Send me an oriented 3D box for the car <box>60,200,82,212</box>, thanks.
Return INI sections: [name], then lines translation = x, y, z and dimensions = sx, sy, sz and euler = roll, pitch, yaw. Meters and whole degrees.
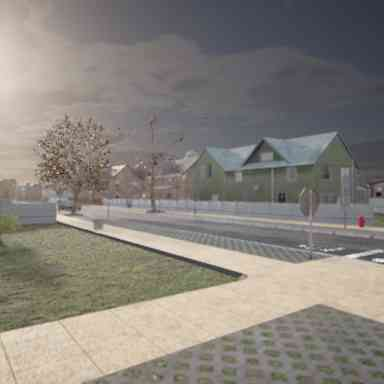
[car]
translation = -16.218, 1.806, 44.189
dimensions = 2.033, 1.411, 5.357
euler = 0, -1, -35
